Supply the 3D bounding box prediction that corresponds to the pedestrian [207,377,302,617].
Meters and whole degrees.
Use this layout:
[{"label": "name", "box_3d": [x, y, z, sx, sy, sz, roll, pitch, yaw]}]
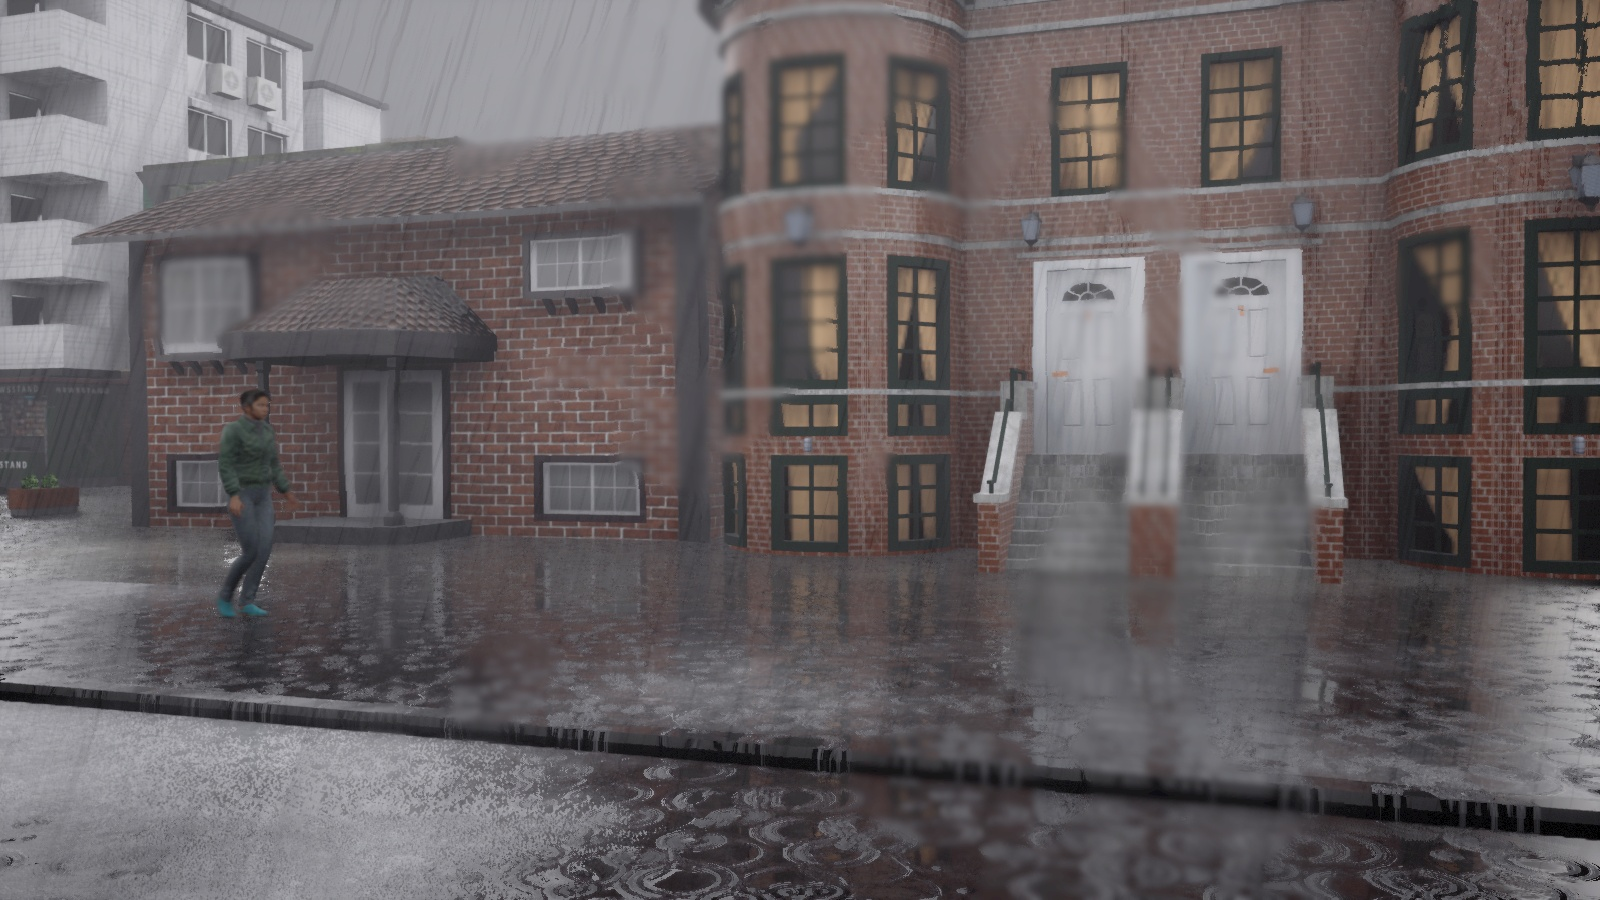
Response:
[{"label": "pedestrian", "box_3d": [-4.307, 0.357, 9.914, 0.614, 1.847, 0.353, 1, 1, 22]}]
